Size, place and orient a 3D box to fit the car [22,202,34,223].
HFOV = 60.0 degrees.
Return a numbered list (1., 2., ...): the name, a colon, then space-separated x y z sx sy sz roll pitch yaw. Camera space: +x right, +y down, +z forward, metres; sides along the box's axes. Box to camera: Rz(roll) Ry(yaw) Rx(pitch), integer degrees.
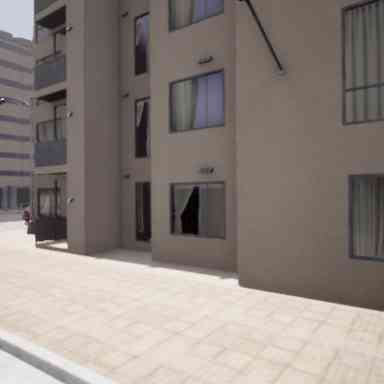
1. car: -11.473 1.558 27.688 2.097 1.767 4.553 -1 0 35
